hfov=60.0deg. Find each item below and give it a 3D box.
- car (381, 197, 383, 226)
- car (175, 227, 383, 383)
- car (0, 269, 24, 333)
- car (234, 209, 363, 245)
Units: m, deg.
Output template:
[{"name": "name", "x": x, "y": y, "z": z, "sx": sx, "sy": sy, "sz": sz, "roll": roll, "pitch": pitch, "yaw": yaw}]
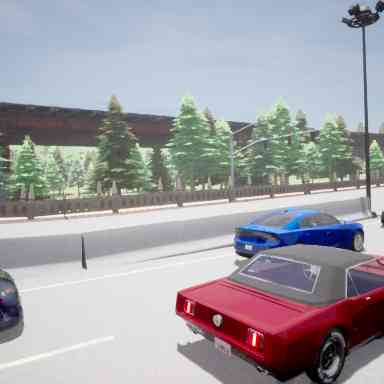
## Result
[{"name": "car", "x": 10.847, "y": 0.878, "z": 15.882, "sx": 4.181, "sy": 1.385, "sz": 1.994, "roll": -4, "pitch": 2, "yaw": -36}, {"name": "car", "x": 2.176, "y": 1.539, "z": 5.322, "sx": 4.718, "sy": 1.301, "sz": 1.895, "roll": -2, "pitch": 1, "yaw": -36}, {"name": "car", "x": -4.731, "y": 1.563, "z": 4.676, "sx": 4.181, "sy": 1.385, "sz": 1.994, "roll": 0, "pitch": 0, "yaw": -36}, {"name": "car", "x": 3.568, "y": 1.282, "z": 10.636, "sx": 5.008, "sy": 1.535, "sz": 1.882, "roll": -3, "pitch": 2, "yaw": -36}]
